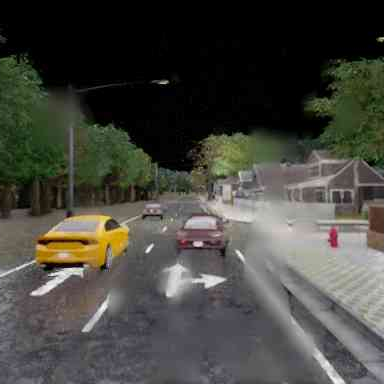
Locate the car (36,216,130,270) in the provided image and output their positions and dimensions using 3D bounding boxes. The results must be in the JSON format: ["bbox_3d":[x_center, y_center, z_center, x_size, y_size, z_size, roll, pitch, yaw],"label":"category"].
[{"bbox_3d":[-3.391,1.536,11.256,1.882,1.535,5.008,0,0,0],"label":"car"}]

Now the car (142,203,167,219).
[{"bbox_3d":[-3.366,1.685,30.380,2.033,1.411,5.357,0,0,0],"label":"car"}]

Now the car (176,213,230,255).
[{"bbox_3d":[0.531,1.594,13.567,1.812,1.442,4.674,0,0,8],"label":"car"}]
